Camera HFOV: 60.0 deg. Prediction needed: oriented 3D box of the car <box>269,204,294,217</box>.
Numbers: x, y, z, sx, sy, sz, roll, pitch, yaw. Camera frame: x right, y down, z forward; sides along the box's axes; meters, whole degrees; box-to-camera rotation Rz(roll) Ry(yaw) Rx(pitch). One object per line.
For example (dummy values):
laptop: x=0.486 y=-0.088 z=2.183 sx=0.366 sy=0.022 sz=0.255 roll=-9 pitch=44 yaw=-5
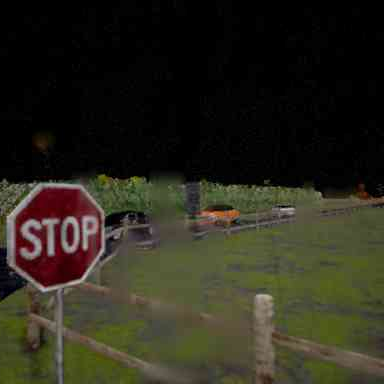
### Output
car: x=10.778 y=2.207 z=39.668 sx=1.812 sy=1.442 sz=4.674 roll=-2 pitch=-2 yaw=36

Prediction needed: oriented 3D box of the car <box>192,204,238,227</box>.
car: x=1.970 y=1.850 z=27.461 sx=2.097 sy=1.767 sz=4.553 roll=-2 pitch=-2 yaw=36

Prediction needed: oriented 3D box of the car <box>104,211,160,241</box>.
car: x=-3.908 y=1.883 z=19.242 sx=1.837 sy=1.490 sz=4.892 roll=-2 pitch=-2 yaw=35
